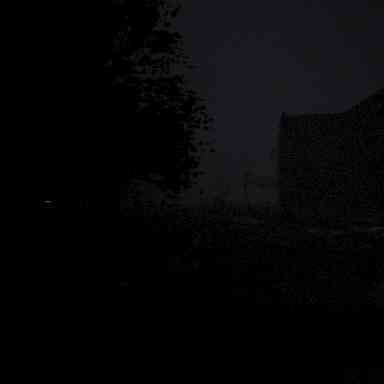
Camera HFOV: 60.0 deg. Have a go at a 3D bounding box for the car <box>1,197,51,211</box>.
[{"bbox_3d":[-17.201,1.223,34.558,4.902,1.511,2.128,0,0,2],"label":"car"}]
